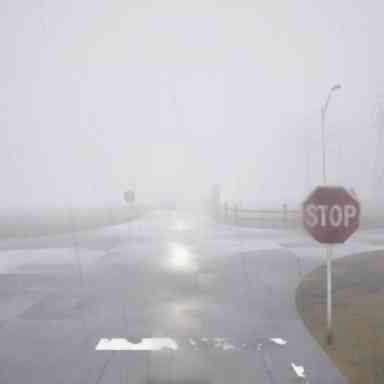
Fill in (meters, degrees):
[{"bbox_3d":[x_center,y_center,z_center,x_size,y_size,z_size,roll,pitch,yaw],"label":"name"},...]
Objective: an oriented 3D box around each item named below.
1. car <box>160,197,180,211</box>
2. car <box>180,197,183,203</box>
[{"bbox_3d":[-2.823,1.563,40.669,1.882,1.535,5.008,0,1,0],"label":"car"},{"bbox_3d":[-2.878,1.644,70.270,1.994,1.385,4.181,0,0,0],"label":"car"}]
